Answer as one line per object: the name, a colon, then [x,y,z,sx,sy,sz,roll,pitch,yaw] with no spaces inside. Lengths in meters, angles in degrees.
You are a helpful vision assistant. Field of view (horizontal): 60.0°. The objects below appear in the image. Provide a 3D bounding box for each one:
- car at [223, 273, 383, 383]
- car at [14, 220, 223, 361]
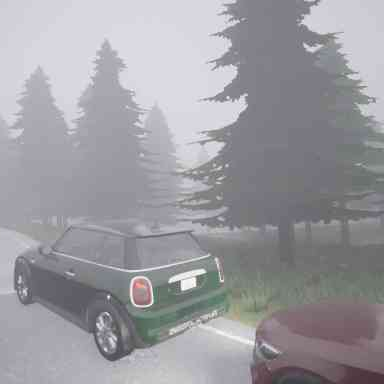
car: [2.749,1.531,2.595,4.674,1.442,1.812,1,0,36]
car: [-1.578,1.308,6.219,4.553,1.767,2.097,1,1,44]
